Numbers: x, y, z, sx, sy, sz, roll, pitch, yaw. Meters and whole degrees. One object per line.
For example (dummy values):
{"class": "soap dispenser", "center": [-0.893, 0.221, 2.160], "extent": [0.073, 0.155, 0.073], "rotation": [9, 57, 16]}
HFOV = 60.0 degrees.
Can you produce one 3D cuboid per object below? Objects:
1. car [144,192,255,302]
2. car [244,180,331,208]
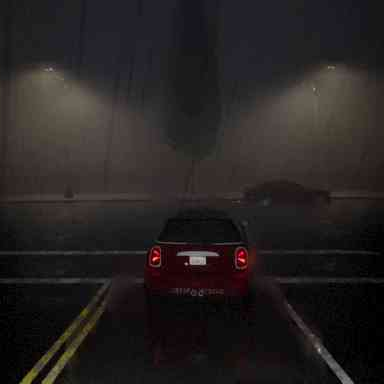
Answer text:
{"class": "car", "center": [0.318, 1.114, 8.069], "extent": [2.097, 1.767, 4.553], "rotation": [0, 4, 6]}
{"class": "car", "center": [5.479, 0.037, 19.358], "extent": [5.008, 1.535, 1.882], "rotation": [-1, 6, 0]}
